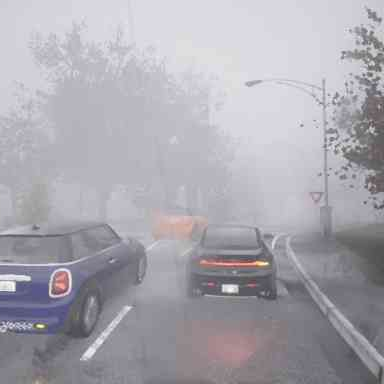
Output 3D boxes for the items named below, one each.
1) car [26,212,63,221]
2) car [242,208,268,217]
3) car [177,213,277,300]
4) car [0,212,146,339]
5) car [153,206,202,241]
[{"bbox_3d":[-25.391,4.173,57.358,2.033,1.411,5.357,-3,-5,40],"label":"car"},{"bbox_3d":[10.006,3.735,55.130,2.150,2.045,5.566,3,-5,-33],"label":"car"},{"bbox_3d":[1.012,1.506,8.451,1.837,1.490,4.892,-1,0,8],"label":"car"},{"bbox_3d":[-2.426,1.375,6.871,2.097,1.767,4.553,0,0,6],"label":"car"},{"bbox_3d":[-0.327,1.532,17.502,2.097,1.767,4.553,-1,-3,16],"label":"car"}]
